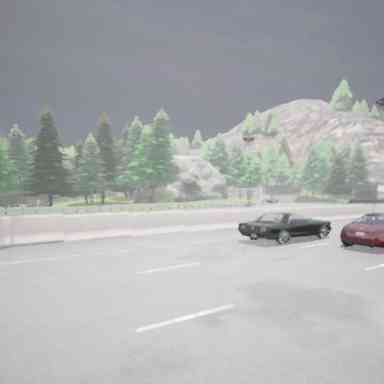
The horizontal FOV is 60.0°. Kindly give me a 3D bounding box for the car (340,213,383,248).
[{"bbox_3d":[8.061,1.570,13.861,4.181,1.385,1.994,0,0,-35],"label":"car"}]

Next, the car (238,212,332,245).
[{"bbox_3d":[4.488,1.606,15.620,4.718,1.301,1.895,0,0,-35],"label":"car"}]
